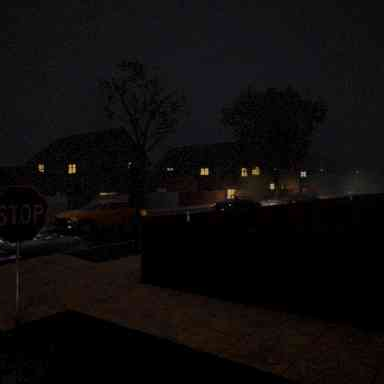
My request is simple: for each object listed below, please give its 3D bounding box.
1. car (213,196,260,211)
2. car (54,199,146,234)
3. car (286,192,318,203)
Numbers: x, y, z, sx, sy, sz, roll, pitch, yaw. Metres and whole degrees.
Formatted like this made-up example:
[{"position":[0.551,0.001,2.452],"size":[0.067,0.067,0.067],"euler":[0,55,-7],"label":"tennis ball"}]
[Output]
[{"position":[3.751,1.014,27.593],"size":[1.895,1.301,4.718],"euler":[1,2,40],"label":"car"},{"position":[-4.711,1.177,17.641],"size":[1.882,1.535,5.008],"euler":[1,2,40],"label":"car"},{"position":[12.745,0.660,38.121],"size":[2.033,1.411,5.357],"euler":[1,2,41],"label":"car"}]
